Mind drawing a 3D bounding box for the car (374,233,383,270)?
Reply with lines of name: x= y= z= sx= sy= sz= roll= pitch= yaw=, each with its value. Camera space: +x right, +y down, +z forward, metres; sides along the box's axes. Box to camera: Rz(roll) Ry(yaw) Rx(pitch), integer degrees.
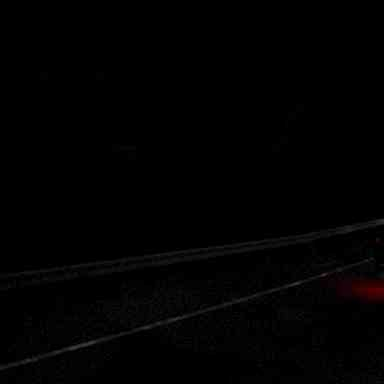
car: x=7.133 y=1.443 z=9.770 sx=5.008 sy=1.535 sz=1.882 roll=0 pitch=0 yaw=-41
